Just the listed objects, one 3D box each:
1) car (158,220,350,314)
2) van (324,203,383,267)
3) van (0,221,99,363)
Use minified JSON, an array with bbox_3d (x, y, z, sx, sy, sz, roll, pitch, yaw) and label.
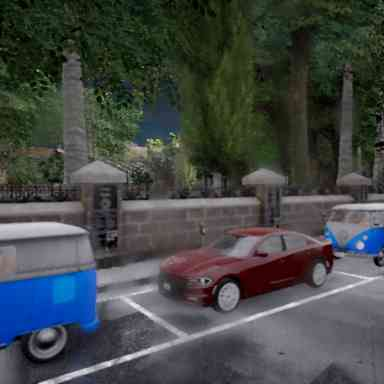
[{"bbox_3d":[1.369,1.503,7.512,4.507,1.381,1.887,-1,0,-36],"label":"car"},{"bbox_3d":[5.973,1.255,10.797,3.998,1.788,1.690,-1,0,-36],"label":"van"},{"bbox_3d":[-3.239,1.343,4.227,3.998,1.788,1.690,-1,0,-36],"label":"van"}]
